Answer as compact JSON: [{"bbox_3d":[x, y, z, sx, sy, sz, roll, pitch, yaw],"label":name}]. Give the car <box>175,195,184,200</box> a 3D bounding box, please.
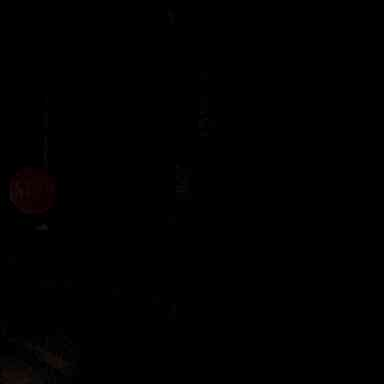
[{"bbox_3d":[-3.464,1.631,85.748,4.193,1.474,1.816,0,0,37],"label":"car"}]
